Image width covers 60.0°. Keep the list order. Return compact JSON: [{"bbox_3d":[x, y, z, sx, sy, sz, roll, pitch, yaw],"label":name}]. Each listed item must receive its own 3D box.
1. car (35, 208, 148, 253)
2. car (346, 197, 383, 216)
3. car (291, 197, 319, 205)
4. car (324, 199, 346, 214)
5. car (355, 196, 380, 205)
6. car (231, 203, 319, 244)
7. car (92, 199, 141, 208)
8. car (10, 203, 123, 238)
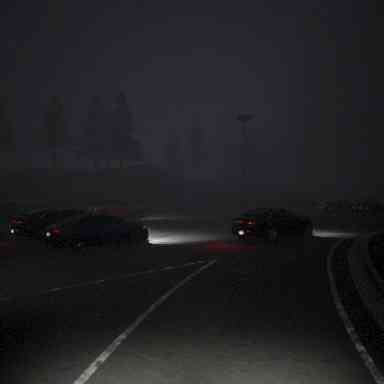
[{"bbox_3d":[-3.902,1.558,13.830,4.181,1.385,1.994,0,0,-41],"label":"car"},{"bbox_3d":[17.519,1.533,32.562,5.357,1.411,2.033,0,0,-41],"label":"car"},{"bbox_3d":[15.114,1.471,44.407,4.902,1.511,2.128,0,0,-41],"label":"car"},{"bbox_3d":[15.981,1.510,35.868,4.674,1.442,1.812,0,0,-41],"label":"car"},{"bbox_3d":[30.821,1.523,58.269,5.357,1.411,2.033,0,0,-41],"label":"car"},{"bbox_3d":[3.951,1.498,16.047,4.892,1.490,1.837,0,0,-41],"label":"car"},{"bbox_3d":[-5.947,1.341,25.991,4.553,1.767,2.097,0,0,-41],"label":"car"},{"bbox_3d":[-6.204,1.498,16.466,4.892,1.490,1.837,0,0,-41],"label":"car"}]
